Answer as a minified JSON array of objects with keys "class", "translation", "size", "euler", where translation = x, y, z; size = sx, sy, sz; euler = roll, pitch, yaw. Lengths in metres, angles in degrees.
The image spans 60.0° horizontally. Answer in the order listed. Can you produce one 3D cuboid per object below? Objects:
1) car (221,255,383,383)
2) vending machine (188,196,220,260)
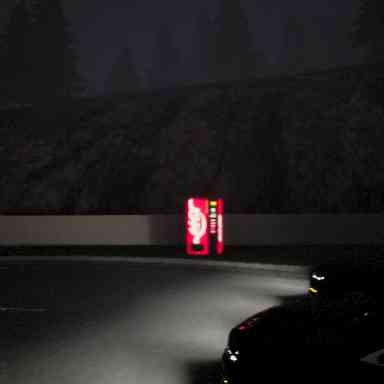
[{"class":"car","translation":[2.518,1.488,2.427],"size":[4.892,1.490,1.837],"euler":[0,-2,37]},{"class":"vending machine","translation":[0.444,1.201,11.610],"size":[0.880,2.100,1.100],"euler":[0,0,15]}]
